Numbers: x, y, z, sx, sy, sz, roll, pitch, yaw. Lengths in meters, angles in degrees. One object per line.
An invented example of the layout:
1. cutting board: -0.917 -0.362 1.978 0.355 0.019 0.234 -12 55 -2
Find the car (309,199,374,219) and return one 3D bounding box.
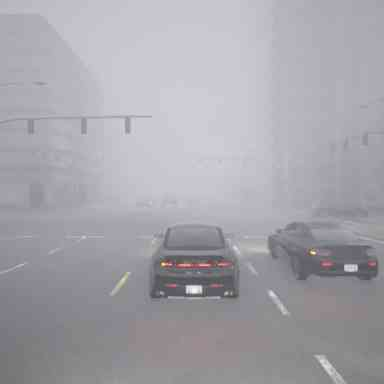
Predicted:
1. car: 12.424 1.352 28.324 4.553 1.767 2.097 0 0 1

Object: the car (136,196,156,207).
1. car: -7.105 1.547 50.077 2.033 1.411 5.357 0 0 0

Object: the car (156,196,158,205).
1. car: -7.078 1.477 59.900 1.882 1.535 5.008 0 0 0

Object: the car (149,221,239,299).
1. car: 0.057 1.506 8.435 1.837 1.490 4.892 0 0 0

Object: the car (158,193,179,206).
1. car: -3.610 1.221 53.318 2.150 2.045 5.566 0 0 1

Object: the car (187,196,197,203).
1. car: 0.079 1.563 66.400 1.994 1.385 4.181 0 0 0

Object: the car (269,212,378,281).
1. car: 3.563 1.526 9.734 1.812 1.442 4.674 0 0 0

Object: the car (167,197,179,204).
1. car: -3.558 1.601 63.291 1.895 1.301 4.718 0 0 1

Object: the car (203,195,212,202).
1. car: 3.494 1.500 74.673 1.837 1.490 4.892 0 0 0

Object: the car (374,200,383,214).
1. car: 20.841 1.547 35.441 5.357 1.411 2.033 0 0 1
